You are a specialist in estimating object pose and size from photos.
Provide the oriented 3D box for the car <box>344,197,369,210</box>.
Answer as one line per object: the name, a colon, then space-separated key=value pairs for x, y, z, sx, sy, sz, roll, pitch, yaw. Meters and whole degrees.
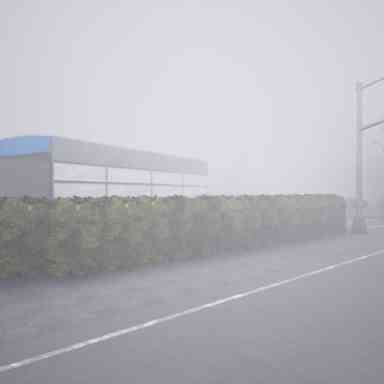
car: x=19.277 y=1.339 z=39.577 sx=4.514 sy=1.523 sz=2.007 roll=0 pitch=0 yaw=-41

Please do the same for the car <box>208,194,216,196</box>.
car: x=4.481 y=1.298 z=85.273 sx=4.514 sy=1.523 sz=2.007 roll=0 pitch=0 yaw=-41

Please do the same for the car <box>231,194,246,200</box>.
car: x=12.221 y=1.232 z=87.059 sx=3.806 sy=1.475 sz=1.970 roll=0 pitch=0 yaw=-41

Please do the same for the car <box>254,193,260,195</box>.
car: x=16.631 y=1.154 z=82.385 sx=5.027 sy=1.636 sz=2.152 roll=0 pitch=0 yaw=-41

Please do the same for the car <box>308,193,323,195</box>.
car: x=27.130 y=1.097 z=70.705 sx=4.605 sy=1.855 sz=1.932 roll=0 pitch=0 yaw=-41

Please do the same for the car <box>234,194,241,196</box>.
car: x=8.906 y=1.298 z=63.555 sx=4.514 sy=1.523 sz=2.007 roll=0 pitch=0 yaw=-41

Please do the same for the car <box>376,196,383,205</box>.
car: x=31.502 y=1.384 z=53.928 sx=3.806 sy=1.475 sz=1.970 roll=0 pitch=0 yaw=-41

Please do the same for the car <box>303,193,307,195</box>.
car: x=24.932 y=1.077 z=72.649 sx=3.866 sy=1.878 sz=1.905 roll=0 pitch=0 yaw=-41
